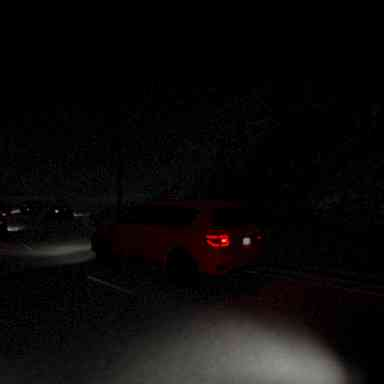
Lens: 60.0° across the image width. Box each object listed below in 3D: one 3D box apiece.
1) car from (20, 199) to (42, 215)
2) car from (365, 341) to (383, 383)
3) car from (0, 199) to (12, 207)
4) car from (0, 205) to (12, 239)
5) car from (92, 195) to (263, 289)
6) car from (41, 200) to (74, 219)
[{"bbox_3d":[-16.193,1.474,34.338,2.128,1.511,4.902,0,0,-10],"label":"car"},{"bbox_3d":[3.533,1.540,1.752,4.674,1.442,1.812,0,0,32],"label":"car"},{"bbox_3d":[-19.450,1.461,32.922,2.128,1.511,4.902,0,0,-11],"label":"car"},{"bbox_3d":[-10.353,1.548,16.646,1.994,1.385,4.181,0,0,-31],"label":"car"},{"bbox_3d":[-0.677,1.230,9.573,5.566,2.045,2.150,0,0,43],"label":"car"},{"bbox_3d":[-11.611,1.556,29.280,1.994,1.385,4.181,0,0,-14],"label":"car"}]
